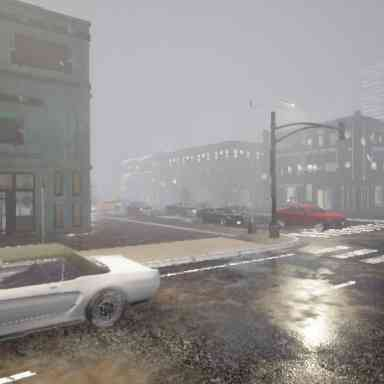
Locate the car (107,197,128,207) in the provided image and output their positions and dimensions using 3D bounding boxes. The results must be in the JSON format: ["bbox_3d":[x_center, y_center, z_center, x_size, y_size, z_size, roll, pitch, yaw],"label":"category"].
[{"bbox_3d":[-14.501,1.939,64.305,2.192,1.841,5.009,-1,0,-35],"label":"car"}]

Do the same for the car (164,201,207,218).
[{"bbox_3d":[-1.073,1.821,34.622,2.128,1.511,4.902,-1,0,-35],"label":"car"}]

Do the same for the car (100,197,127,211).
[{"bbox_3d":[-12.193,2.026,50.865,1.882,1.535,5.008,-1,0,-34],"label":"car"}]

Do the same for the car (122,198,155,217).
[{"bbox_3d":[-5.702,1.846,36.757,1.967,1.590,4.097,-1,0,-35],"label":"car"}]

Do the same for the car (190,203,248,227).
[{"bbox_3d":[2.071,1.814,25.260,1.947,1.339,4.313,-1,0,-35],"label":"car"}]

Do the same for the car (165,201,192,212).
[{"bbox_3d":[-1.937,1.965,46.071,1.802,1.307,4.206,-1,0,-35],"label":"car"}]

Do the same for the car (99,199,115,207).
[{"bbox_3d":[-17.635,2.227,68.864,1.887,1.381,4.507,-1,0,-35],"label":"car"}]

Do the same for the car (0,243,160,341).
[{"bbox_3d":[-3.005,1.601,5.450,4.718,1.301,1.895,0,0,-34],"label":"car"}]

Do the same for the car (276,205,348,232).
[{"bbox_3d":[7.548,1.619,21.581,1.882,1.535,5.008,-1,-1,-31],"label":"car"}]

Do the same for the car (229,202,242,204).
[{"bbox_3d":[4.341,1.809,36.953,2.008,1.369,4.403,-2,0,-35],"label":"car"}]
